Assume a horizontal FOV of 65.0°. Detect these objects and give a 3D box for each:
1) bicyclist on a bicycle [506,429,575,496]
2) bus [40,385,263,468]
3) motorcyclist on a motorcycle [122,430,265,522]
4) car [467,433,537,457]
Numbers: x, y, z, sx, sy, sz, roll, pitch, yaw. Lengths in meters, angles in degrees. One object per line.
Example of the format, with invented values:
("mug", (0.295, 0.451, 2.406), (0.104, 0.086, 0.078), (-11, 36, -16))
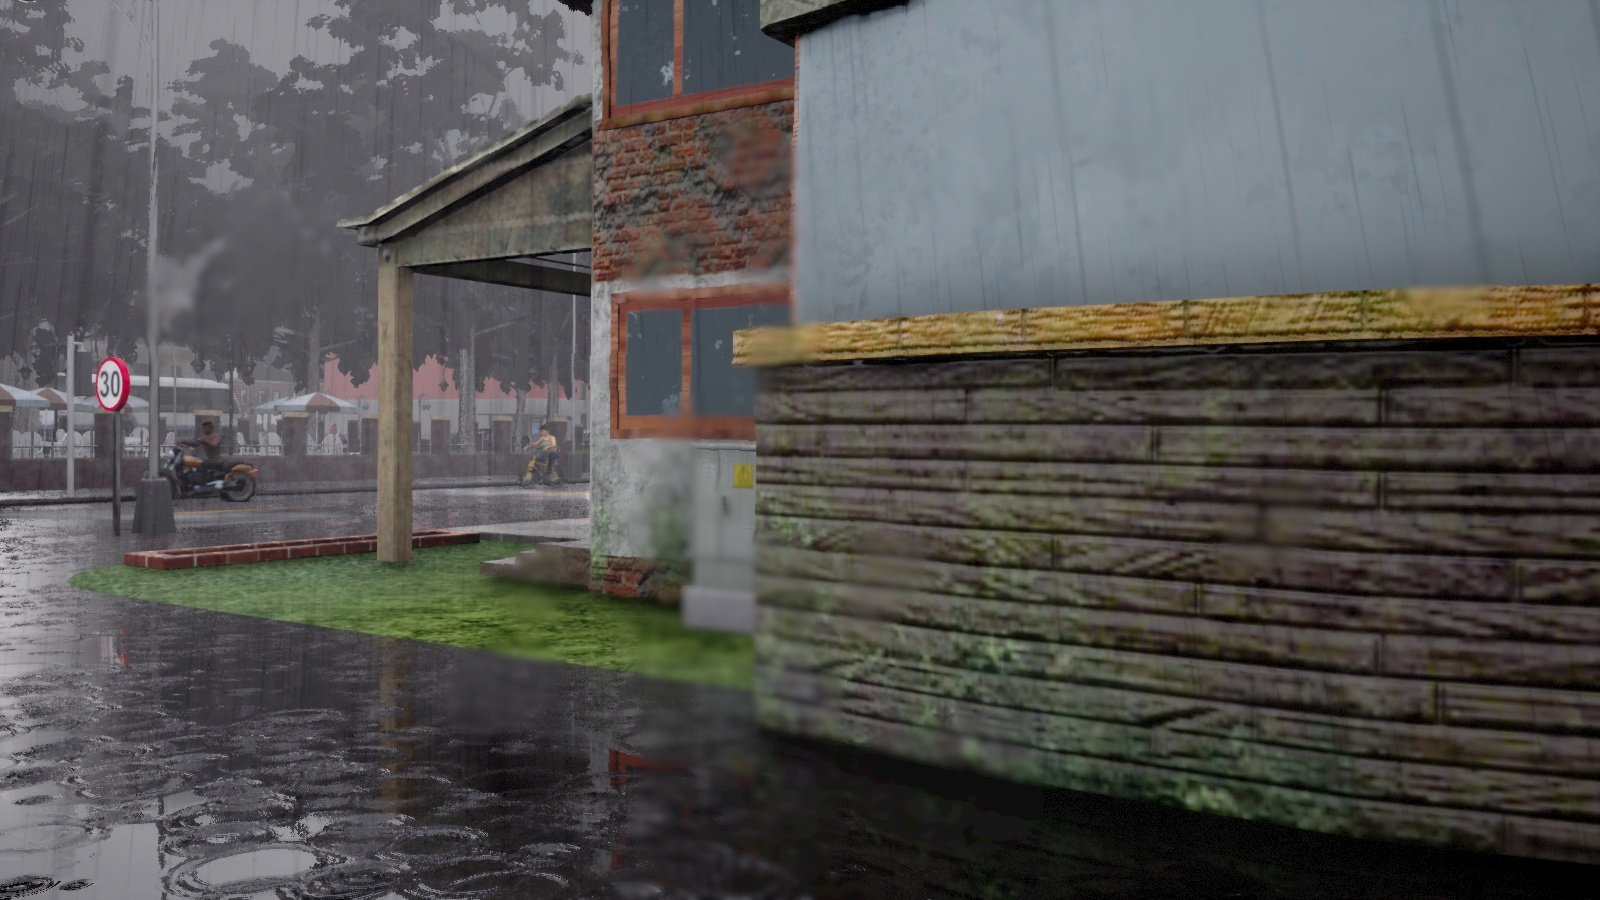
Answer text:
("bicyclist on a bicycle", (-6.471, 0.298, 31.383), (0.866, 1.612, 1.509), (0, 1, 33))
("bus", (-35.579, -1.271, 69.457), (3.944, 4.253, 10.273), (0, 1, 33))
("motorcyclist on a motorcycle", (-11.460, 0.460, 23.831), (0.766, 1.649, 2.350), (0, 1, 33))
("car", (-21.512, -0.384, 90.786), (2.033, 1.649, 4.856), (0, 1, 33))
